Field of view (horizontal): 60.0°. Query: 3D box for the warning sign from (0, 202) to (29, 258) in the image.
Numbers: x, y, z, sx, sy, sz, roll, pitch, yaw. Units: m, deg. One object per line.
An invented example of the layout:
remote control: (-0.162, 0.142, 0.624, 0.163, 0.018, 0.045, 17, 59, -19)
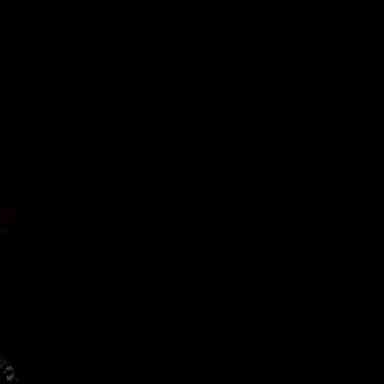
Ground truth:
warning sign: (-6.618, 1.289, 11.712, 1.300, 1.860, 1.060, 2, -2, -42)
